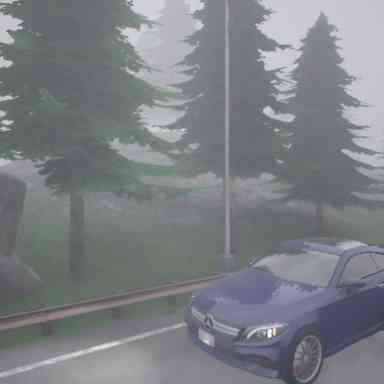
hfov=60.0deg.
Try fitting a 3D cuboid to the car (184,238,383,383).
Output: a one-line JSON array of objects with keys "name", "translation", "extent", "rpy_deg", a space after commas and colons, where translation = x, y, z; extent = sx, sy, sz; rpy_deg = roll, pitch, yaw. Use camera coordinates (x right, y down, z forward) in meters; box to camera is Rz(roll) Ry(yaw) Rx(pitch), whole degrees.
[{"name": "car", "translation": [2.072, 1.539, 5.443], "extent": [4.674, 1.442, 1.812], "rpy_deg": [0, 0, -36]}]
